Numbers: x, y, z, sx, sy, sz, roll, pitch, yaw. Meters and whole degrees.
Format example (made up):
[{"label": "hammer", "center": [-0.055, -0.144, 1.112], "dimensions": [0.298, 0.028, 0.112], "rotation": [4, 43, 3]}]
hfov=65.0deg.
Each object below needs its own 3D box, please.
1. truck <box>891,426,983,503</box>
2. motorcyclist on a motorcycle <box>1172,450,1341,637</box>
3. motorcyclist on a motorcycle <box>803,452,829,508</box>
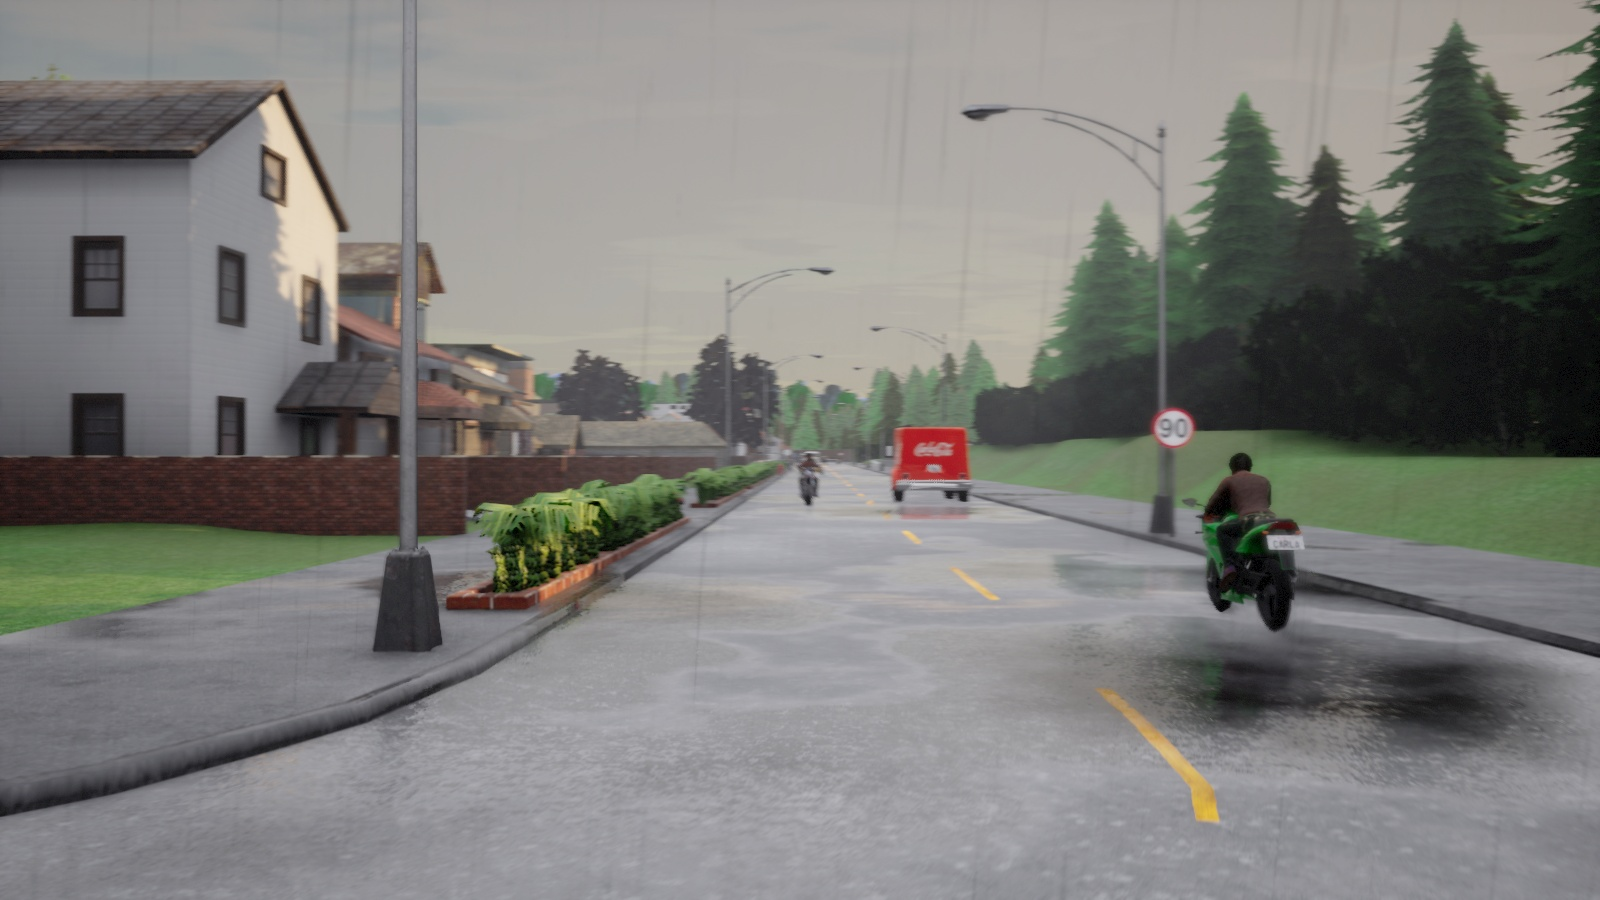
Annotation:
[{"label": "truck", "center": [4.571, 0.458, 42.762], "dimensions": [2.627, 2.467, 5.204], "rotation": [0, 0, 1]}, {"label": "motorcyclist on a motorcycle", "center": [4.021, 0.767, 11.251], "dimensions": [0.797, 1.523, 2.044], "rotation": [0, 0, 1]}, {"label": "motorcyclist on a motorcycle", "center": [0.485, 0.883, 38.068], "dimensions": [0.766, 1.649, 2.350], "rotation": [0, 0, 1]}]
